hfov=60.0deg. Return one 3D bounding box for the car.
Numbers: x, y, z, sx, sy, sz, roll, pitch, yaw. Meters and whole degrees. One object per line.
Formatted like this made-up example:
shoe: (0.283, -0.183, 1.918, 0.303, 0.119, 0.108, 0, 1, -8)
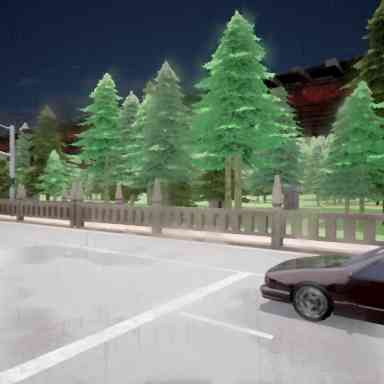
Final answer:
car: (3.908, 1.547, 5.484, 5.357, 1.411, 2.033, 0, 0, 36)
